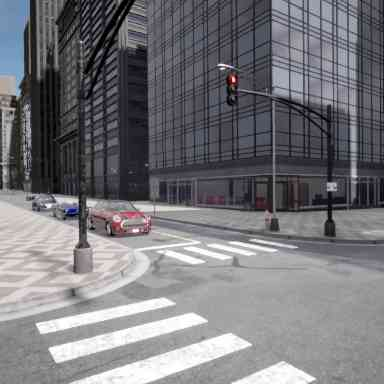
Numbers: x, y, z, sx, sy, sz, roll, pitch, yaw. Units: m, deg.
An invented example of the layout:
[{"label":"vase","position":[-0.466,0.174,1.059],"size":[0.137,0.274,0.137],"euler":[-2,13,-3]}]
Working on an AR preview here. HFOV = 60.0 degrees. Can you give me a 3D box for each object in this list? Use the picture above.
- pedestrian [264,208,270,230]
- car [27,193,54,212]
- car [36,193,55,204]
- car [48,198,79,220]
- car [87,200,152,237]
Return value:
[{"label":"pedestrian","position":[3.896,1.373,17.267],"size":[0.500,1.100,0.500],"euler":[0,0,-34]},{"label":"car","position":[-15.410,1.178,34.672],"size":[2.128,1.511,4.902],"euler":[-1,1,-34]},{"label":"car","position":[-22.316,0.962,50.548],"size":[1.837,1.490,4.892],"euler":[-1,1,-34]},{"label":"car","position":[-9.597,1.389,26.075],"size":[1.895,1.301,4.718],"euler":[-1,1,-34]},{"label":"car","position":[-3.928,1.233,17.689],"size":[2.097,1.767,4.553],"euler":[-1,1,-34]}]
